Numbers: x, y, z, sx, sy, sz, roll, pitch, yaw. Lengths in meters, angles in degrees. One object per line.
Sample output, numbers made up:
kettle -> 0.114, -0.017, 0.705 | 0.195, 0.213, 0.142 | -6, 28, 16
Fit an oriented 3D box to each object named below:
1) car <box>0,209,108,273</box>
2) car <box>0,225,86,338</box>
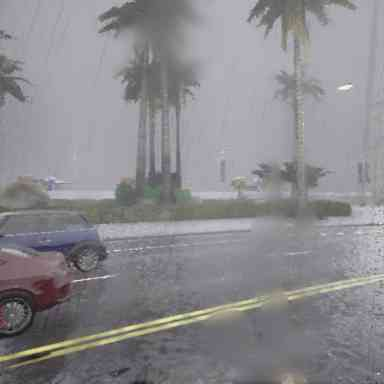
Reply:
car -> -4.694, 1.296, 8.909 | 4.553, 1.767, 2.097 | 0, 0, -33
car -> -4.278, 1.484, 5.040 | 4.674, 1.442, 1.812 | 0, 0, -34
